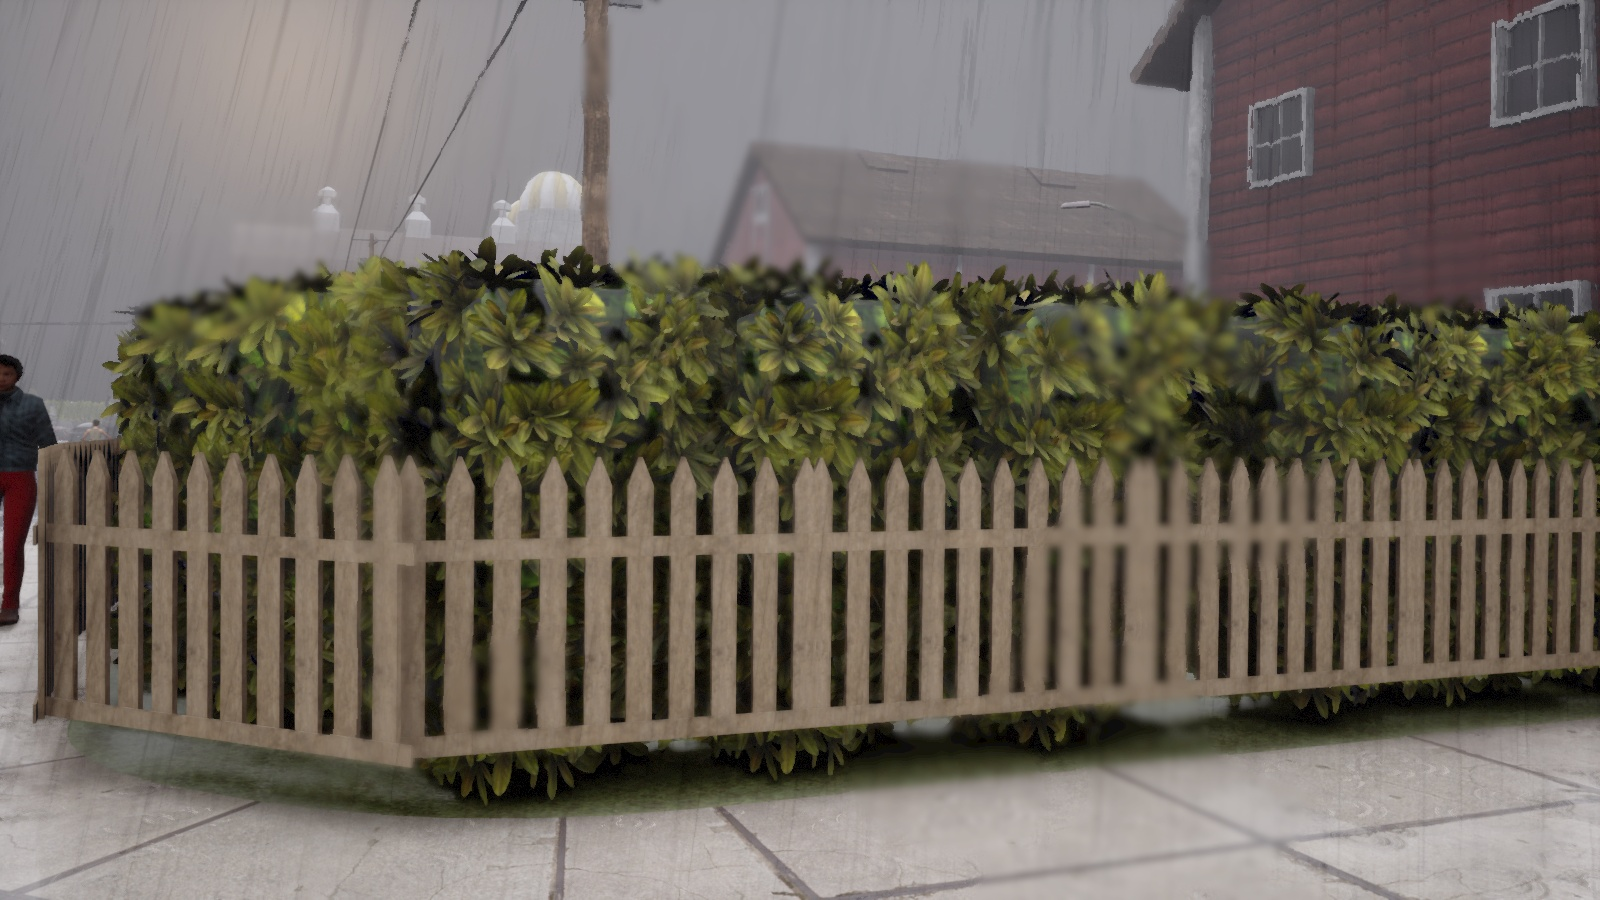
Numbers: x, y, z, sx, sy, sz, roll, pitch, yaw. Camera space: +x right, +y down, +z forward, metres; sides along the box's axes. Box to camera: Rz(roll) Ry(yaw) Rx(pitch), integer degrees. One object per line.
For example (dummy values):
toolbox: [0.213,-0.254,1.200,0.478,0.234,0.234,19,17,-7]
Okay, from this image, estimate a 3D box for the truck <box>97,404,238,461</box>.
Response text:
truck: [-40.361,-1.111,80.222,7.936,3.462,2.891,-1,1,13]

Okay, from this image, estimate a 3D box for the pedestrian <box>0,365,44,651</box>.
pedestrian: [-5.323,0.374,8.394,0.353,1.847,0.614,-1,1,-23]

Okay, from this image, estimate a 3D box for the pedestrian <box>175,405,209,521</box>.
pedestrian: [-10.401,0.216,21.488,0.423,1.949,0.788,-1,1,-21]
